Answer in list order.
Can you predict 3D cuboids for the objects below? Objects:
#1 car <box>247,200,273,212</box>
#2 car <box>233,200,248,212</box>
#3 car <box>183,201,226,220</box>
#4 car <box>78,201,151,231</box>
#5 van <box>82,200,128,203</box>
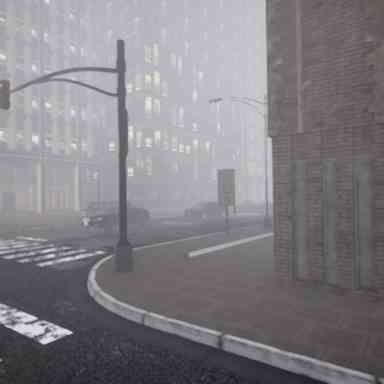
[{"bbox_3d":[8.873,1.708,39.905,1.895,1.301,4.718,-1,-1,36],"label":"car"},{"bbox_3d":[6.763,1.683,41.443,1.752,1.417,4.829,-2,-1,36],"label":"car"},{"bbox_3d":[1.227,1.558,29.269,1.882,1.535,5.008,-1,-1,36],"label":"car"},{"bbox_3d":[-4.700,1.552,21.021,2.128,1.511,4.902,-1,-1,34],"label":"car"},{"bbox_3d":[-6.076,1.454,23.537,1.690,1.788,3.998,-1,-1,36],"label":"van"}]
